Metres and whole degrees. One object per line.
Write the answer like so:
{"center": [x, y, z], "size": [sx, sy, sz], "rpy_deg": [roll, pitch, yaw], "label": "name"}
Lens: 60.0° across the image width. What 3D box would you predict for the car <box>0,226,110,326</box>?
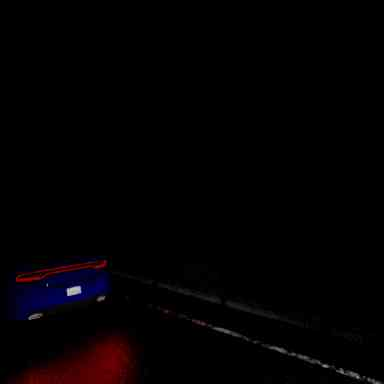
{"center": [-3.767, 1.476, 7.150], "size": [5.008, 1.535, 1.882], "rpy_deg": [0, 0, 43], "label": "car"}
